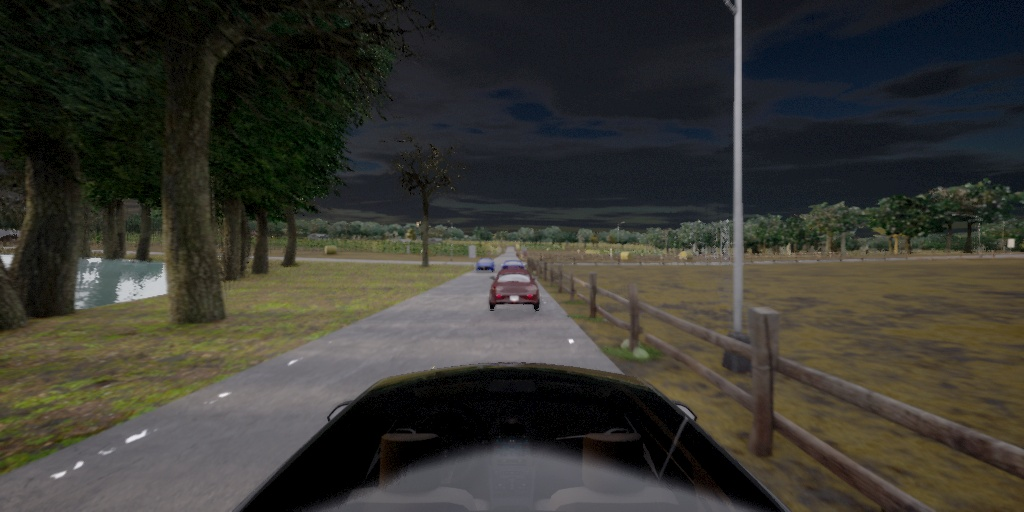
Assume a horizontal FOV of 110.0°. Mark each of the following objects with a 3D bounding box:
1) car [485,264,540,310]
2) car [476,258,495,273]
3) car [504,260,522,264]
[{"bbox_3d":[0.084,1.226,14.243,1.812,1.442,4.674,0,0,0],"label":"car"},{"bbox_3d":[-2.855,0.981,39.259,1.882,1.535,5.008,0,1,0],"label":"car"},{"bbox_3d":[0.078,1.067,29.853,1.882,1.535,5.008,0,0,0],"label":"car"}]
